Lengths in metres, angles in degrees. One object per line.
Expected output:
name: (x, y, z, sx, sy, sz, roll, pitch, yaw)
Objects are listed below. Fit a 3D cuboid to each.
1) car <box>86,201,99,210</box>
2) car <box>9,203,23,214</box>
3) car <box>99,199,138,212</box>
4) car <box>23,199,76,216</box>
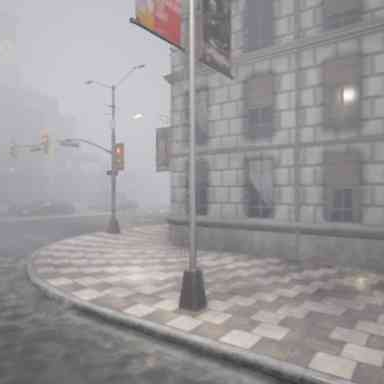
car: (-11.077, 1.618, 43.320, 2.033, 1.411, 5.357, 0, 0, 36)
car: (-16.809, 1.576, 35.441, 1.837, 1.490, 4.892, 0, 0, 36)
car: (-8.624, 1.590, 40.743, 1.812, 1.442, 4.674, 0, 0, 36)
car: (-13.973, 1.589, 33.402, 1.812, 1.442, 4.674, 0, 0, 36)
